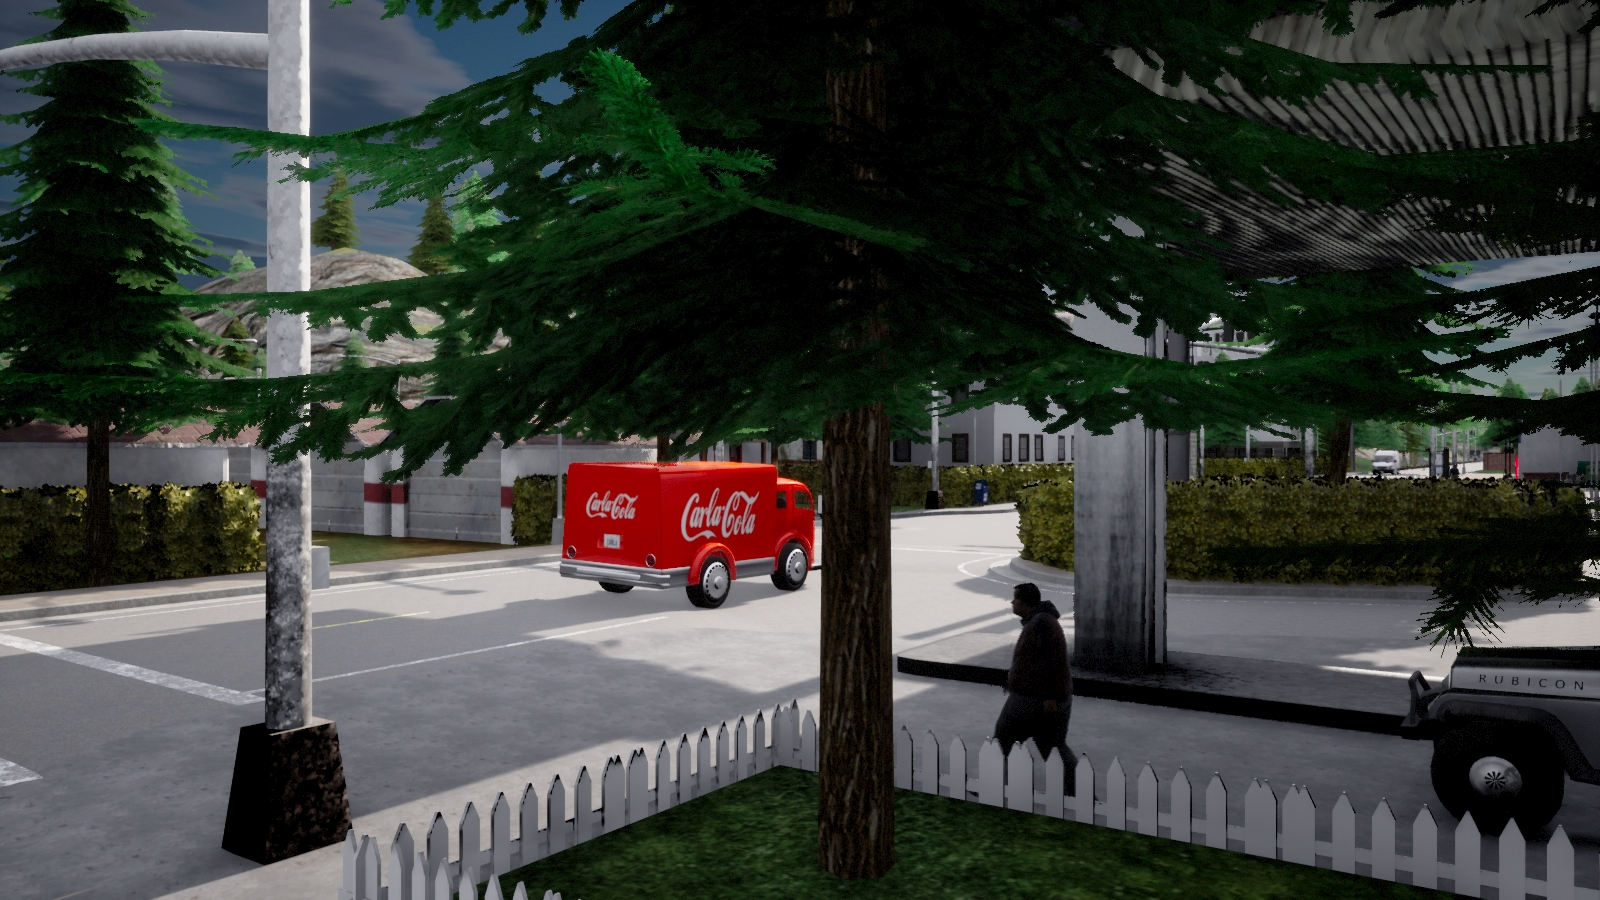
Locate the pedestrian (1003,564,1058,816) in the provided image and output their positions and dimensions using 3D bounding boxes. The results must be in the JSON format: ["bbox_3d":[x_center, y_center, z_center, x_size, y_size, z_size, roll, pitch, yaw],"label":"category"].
[{"bbox_3d":[1.799,1.844,8.904,0.375,1.860,0.375,0,0,18],"label":"pedestrian"}]

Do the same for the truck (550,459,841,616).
[{"bbox_3d":[-1.780,1.450,21.356,2.627,2.467,5.204,2,0,35],"label":"truck"}]
